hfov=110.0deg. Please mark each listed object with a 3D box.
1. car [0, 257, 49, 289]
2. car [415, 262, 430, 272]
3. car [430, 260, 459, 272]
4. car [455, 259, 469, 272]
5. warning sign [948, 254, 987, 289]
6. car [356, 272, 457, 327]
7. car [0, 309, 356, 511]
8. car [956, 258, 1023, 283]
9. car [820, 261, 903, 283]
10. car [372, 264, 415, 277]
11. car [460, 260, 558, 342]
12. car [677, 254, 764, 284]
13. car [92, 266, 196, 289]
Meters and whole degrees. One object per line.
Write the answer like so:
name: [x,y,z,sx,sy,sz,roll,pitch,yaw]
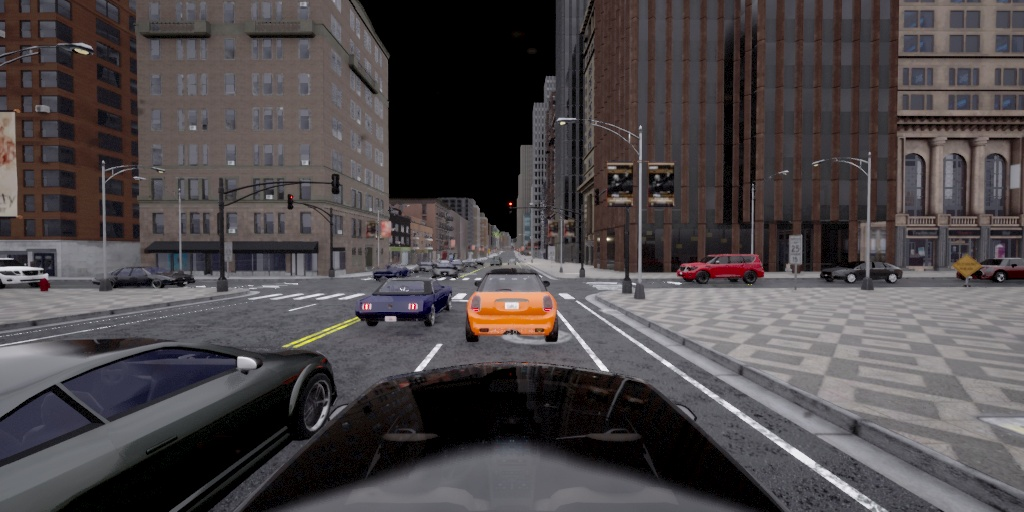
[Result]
car: [-34.311,1.105,23.613,5.566,2.045,2.150,0,1,0]
car: [-9.870,1.332,41.494,1.994,1.385,4.181,0,0,0]
car: [-5.966,1.325,31.861,1.994,1.385,4.181,0,0,-10]
car: [-6.623,1.333,42.617,1.994,1.385,4.181,0,0,0]
warning sign: [25.168,0.827,19.830,1.060,1.860,1.300,0,0,0]
car: [-3.154,1.350,11.561,1.895,1.301,4.718,0,0,0]
car: [-3.158,1.314,2.742,1.994,1.385,4.181,0,0,1]
car: [35.000,0.926,25.667,4.553,1.767,2.097,0,1,0]
car: [24.882,1.119,25.632,4.892,1.490,1.837,0,1,0]
car: [-9.865,1.360,29.770,1.895,1.301,4.718,0,0,0]
car: [0.006,1.101,9.911,2.097,1.767,4.553,0,0,0]
car: [14.827,0.876,25.590,5.566,2.045,2.150,0,1,0]
car: [-24.119,1.397,23.563,5.357,1.411,2.033,0,1,0]
